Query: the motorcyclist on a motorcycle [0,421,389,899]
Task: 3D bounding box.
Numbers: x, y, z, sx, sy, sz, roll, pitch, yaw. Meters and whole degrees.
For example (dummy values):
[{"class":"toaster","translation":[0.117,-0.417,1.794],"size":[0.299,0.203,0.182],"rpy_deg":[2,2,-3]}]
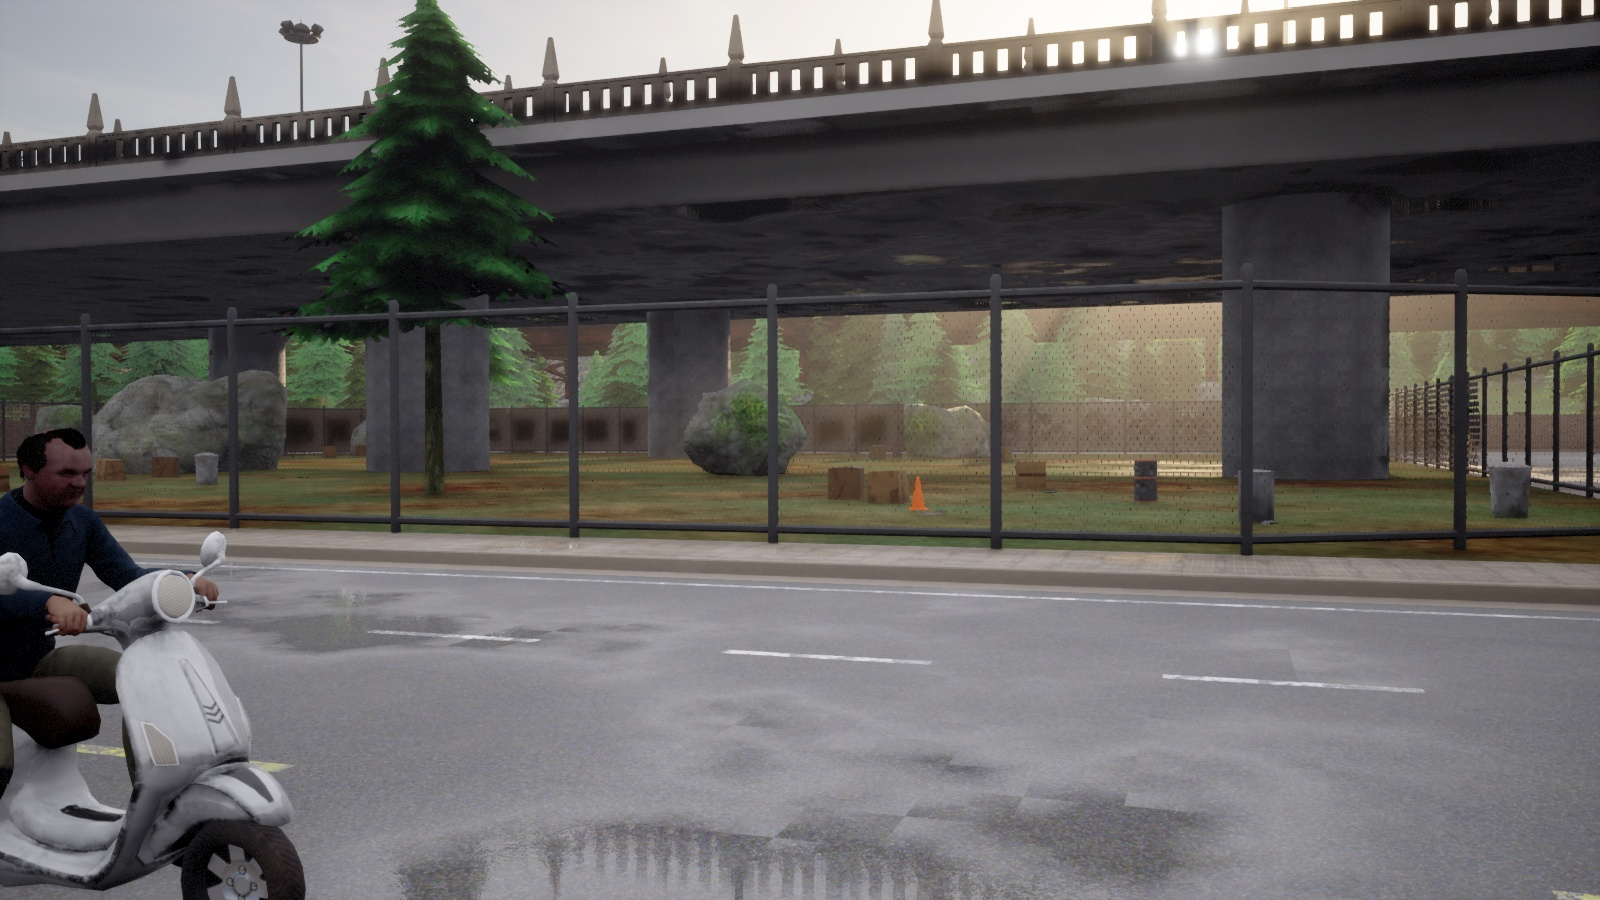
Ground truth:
[{"class":"motorcyclist on a motorcycle","translation":[-2.341,0.707,3.980],"size":[1.817,1.590,0.866],"rpy_deg":[1,1,19]}]
